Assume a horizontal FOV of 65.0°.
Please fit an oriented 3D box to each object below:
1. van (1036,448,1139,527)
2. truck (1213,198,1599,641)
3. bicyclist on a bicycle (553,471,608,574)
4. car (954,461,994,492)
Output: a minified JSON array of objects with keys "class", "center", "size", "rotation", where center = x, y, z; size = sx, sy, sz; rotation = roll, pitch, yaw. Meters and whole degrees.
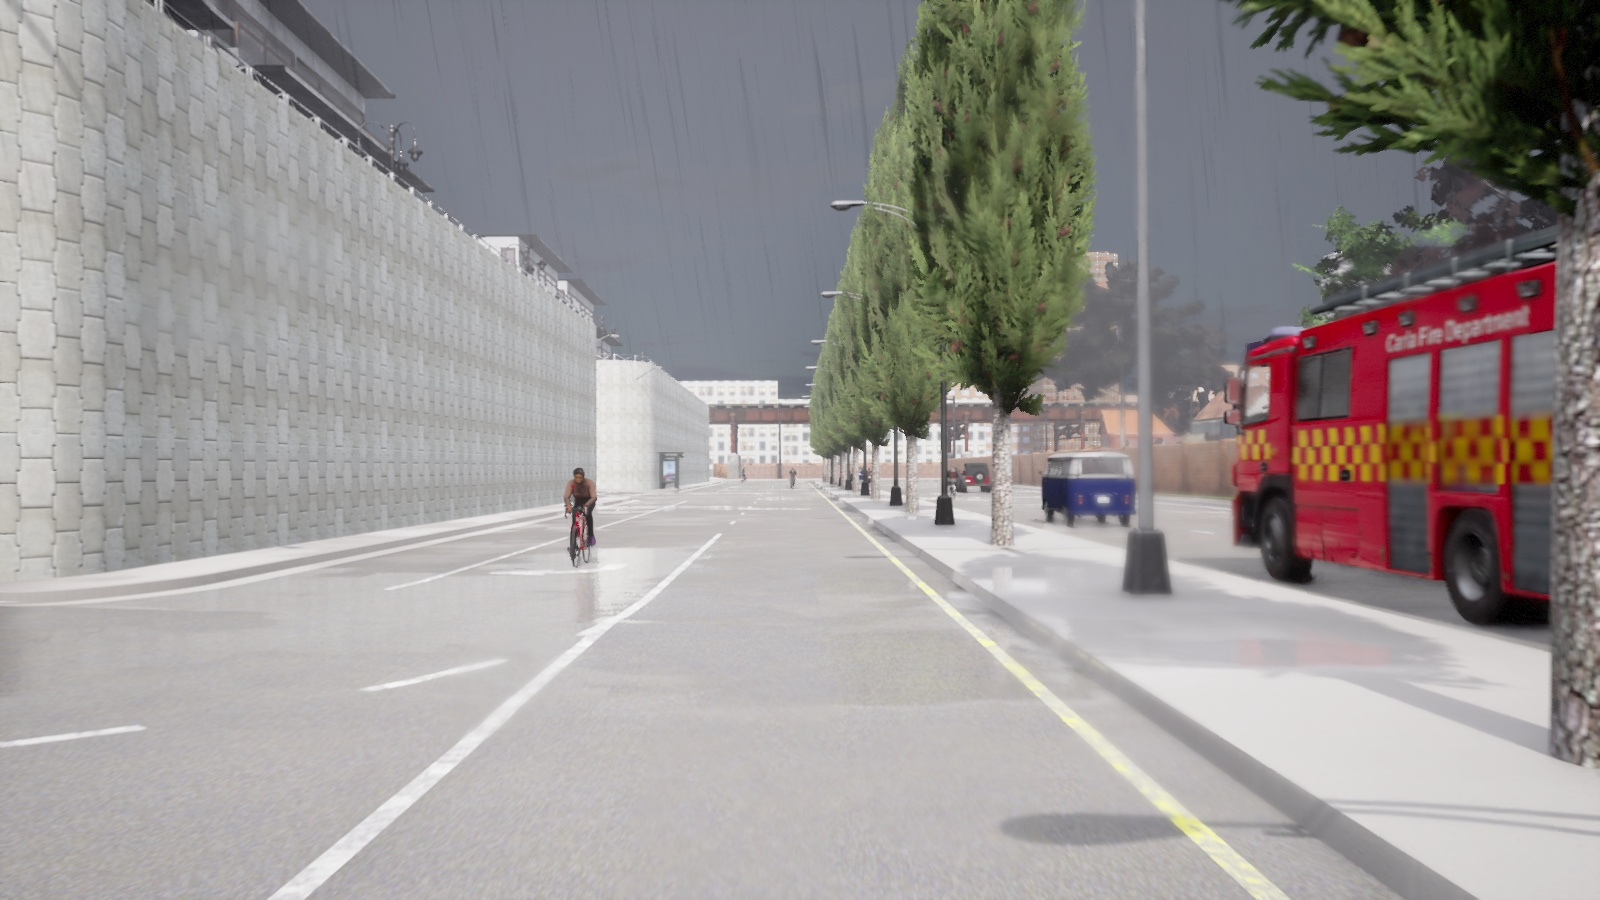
[{"class":"van","center":[7.791,0.995,34.429],"size":[1.775,1.987,4.442],"rotation":[-1,-1,0]},{"class":"truck","center":[7.880,-0.222,15.126],"size":[2.891,3.827,8.468],"rotation":[-1,-1,0]},{"class":"bicyclist on a bicycle","center":[-3.608,1.165,20.759],"size":[0.582,1.620,1.656],"rotation":[-1,-1,0]},{"class":"car","center":[11.055,1.690,79.980],"size":[1.905,1.878,3.866],"rotation":[-1,-1,0]}]
